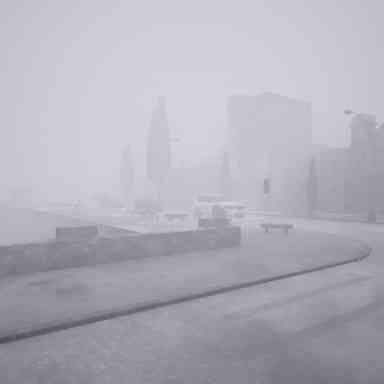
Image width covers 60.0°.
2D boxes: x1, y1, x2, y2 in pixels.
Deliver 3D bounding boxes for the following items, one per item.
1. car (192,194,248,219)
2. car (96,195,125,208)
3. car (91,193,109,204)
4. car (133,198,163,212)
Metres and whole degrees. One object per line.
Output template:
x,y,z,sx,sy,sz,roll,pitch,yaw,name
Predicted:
2.196,1.224,28.188,2.150,2.045,5.566,0,0,-36,car
-11.372,1.547,47.228,2.033,1.411,5.357,0,0,-36,car
-17.205,1.221,62.571,2.150,2.045,5.566,0,0,-36,car
-5.139,1.506,38.465,1.837,1.490,4.892,0,0,-35,car
